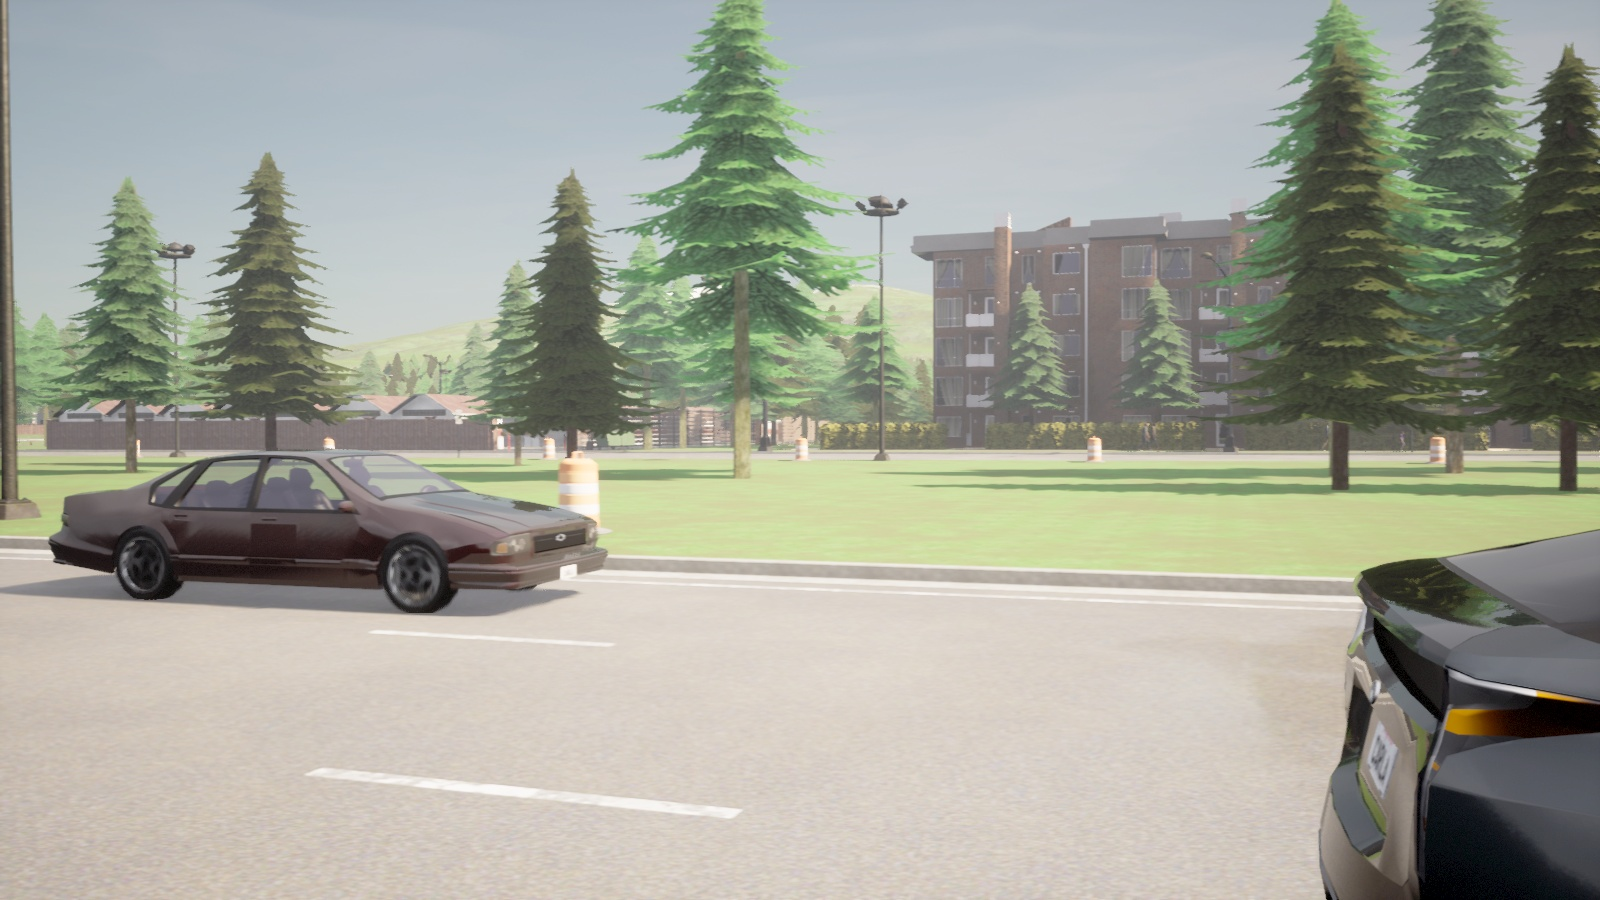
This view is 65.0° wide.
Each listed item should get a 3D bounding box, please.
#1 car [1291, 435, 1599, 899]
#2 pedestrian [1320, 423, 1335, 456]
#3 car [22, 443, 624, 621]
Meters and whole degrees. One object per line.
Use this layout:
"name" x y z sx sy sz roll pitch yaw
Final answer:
"car" 3.294 0.752 2.084 4.514 1.525 2.007 1 1 19
"pedestrian" 32.041 -0.646 76.281 0.788 1.949 0.423 1 1 19
"car" -4.577 0.663 12.119 5.357 1.411 2.033 1 1 19
